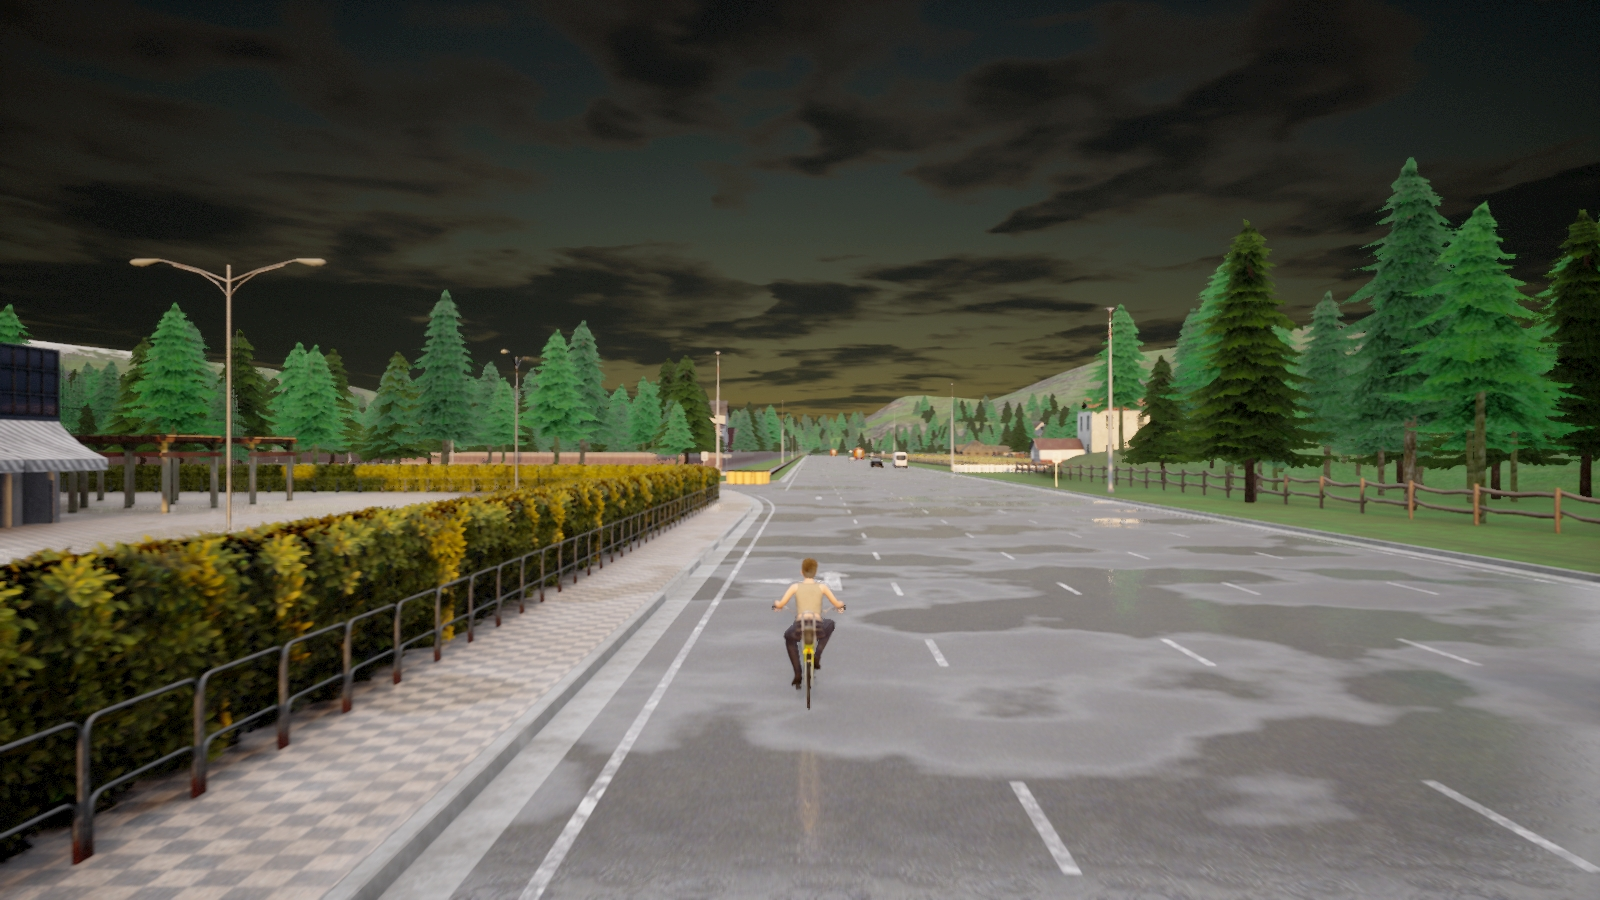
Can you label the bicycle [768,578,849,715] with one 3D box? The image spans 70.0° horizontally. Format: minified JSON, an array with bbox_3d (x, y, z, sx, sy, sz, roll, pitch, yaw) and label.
[{"bbox_3d":[0.102,2.165,12.849,0.859,1.276,1.487,0,0,1],"label":"bicycle"}]
